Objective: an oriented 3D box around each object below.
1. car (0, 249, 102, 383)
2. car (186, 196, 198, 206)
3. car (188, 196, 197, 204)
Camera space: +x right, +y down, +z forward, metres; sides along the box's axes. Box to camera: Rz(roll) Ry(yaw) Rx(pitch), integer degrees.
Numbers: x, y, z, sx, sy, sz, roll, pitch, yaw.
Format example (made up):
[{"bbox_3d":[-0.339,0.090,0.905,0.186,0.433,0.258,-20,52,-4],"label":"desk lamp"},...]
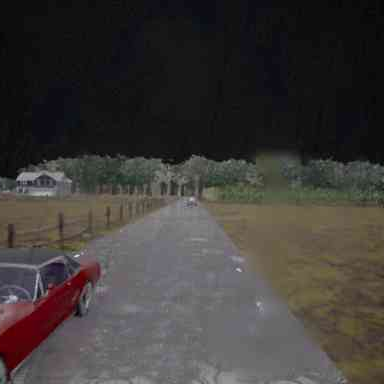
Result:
[{"bbox_3d":[-2.835,1.619,4.761,1.895,1.301,4.718,0,0,0],"label":"car"},{"bbox_3d":[0.007,1.749,58.590,2.033,1.411,5.357,0,0,0],"label":"car"},{"bbox_3d":[0.008,1.638,69.007,1.812,1.442,4.674,0,0,0],"label":"car"}]
